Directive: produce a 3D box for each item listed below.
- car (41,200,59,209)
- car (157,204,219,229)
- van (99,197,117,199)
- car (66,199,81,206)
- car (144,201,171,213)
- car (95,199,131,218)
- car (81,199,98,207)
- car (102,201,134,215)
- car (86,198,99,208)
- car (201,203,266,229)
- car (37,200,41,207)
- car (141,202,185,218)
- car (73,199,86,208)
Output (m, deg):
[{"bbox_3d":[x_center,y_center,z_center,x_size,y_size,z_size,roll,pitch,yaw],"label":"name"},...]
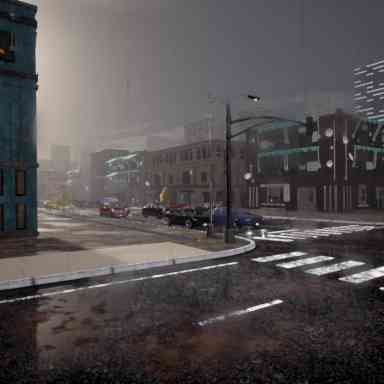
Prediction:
[{"bbox_3d":[-24.248,2.233,57.603,1.752,1.417,4.829,-1,0,-35],"label":"car"},{"bbox_3d":[-0.385,1.815,23.793,1.947,1.339,4.313,-1,0,-35],"label":"car"},{"bbox_3d":[-14.314,1.907,58.082,1.690,1.788,3.998,-1,0,-35],"label":"van"},{"bbox_3d":[-27.129,2.364,76.135,1.947,1.339,4.313,-1,0,-35],"label":"car"},{"bbox_3d":[-4.693,1.966,44.544,1.802,1.307,4.206,-2,0,-35],"label":"car"},{"bbox_3d":[-8.324,1.846,35.177,1.967,1.590,4.097,-1,0,-35],"label":"car"},{"bbox_3d":[-20.719,2.228,67.108,1.887,1.381,4.507,-1,0,-35],"label":"car"},{"bbox_3d":[-9.199,1.929,40.916,2.128,1.511,4.902,-1,0,-35],"label":"car"},{"bbox_3d":[-17.520,1.940,62.595,2.192,1.841,5.009,-1,0,-35],"label":"car"},{"bbox_3d":[2.782,1.750,23.990,2.033,1.411,5.357,-1,0,-34],"label":"car"},{"bbox_3d":[-30.756,2.376,66.768,2.008,1.369,4.403,-1,0,-35],"label":"car"},{"bbox_3d":[-3.198,1.812,32.451,2.128,1.511,4.902,-1,0,-35],"label":"car"},{"bbox_3d":[-20.457,2.192,62.280,1.812,1.442,4.674,-1,0,-35],"label":"car"}]
